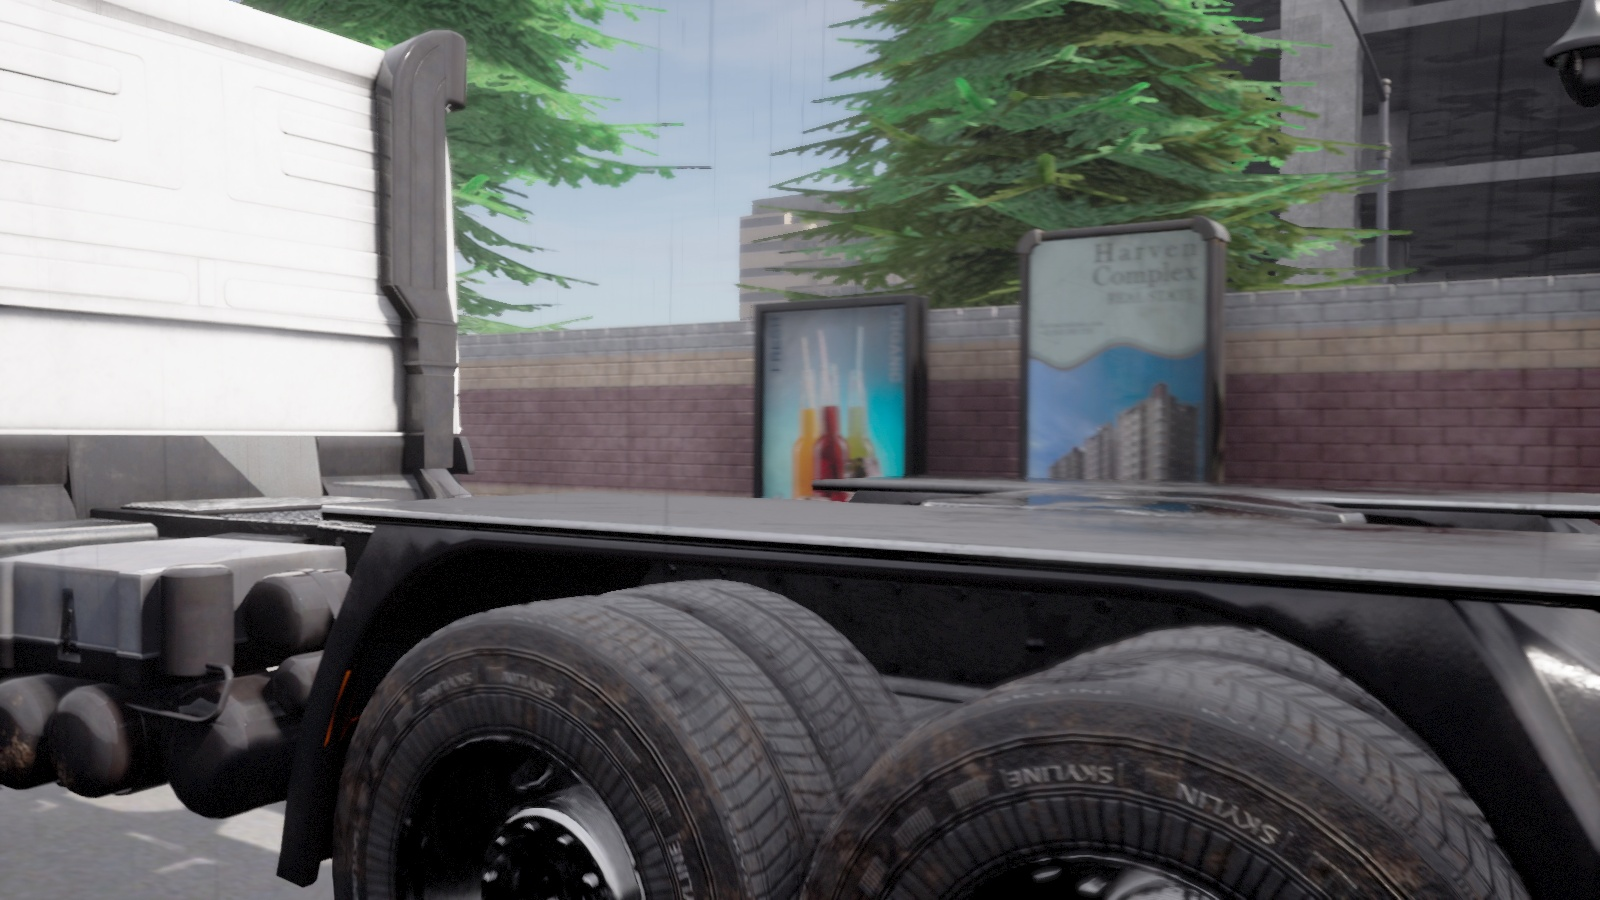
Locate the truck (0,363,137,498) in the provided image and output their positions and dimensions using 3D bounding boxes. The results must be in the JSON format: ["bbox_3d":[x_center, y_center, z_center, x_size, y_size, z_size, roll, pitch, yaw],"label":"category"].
[{"bbox_3d":[-21.936,-0.488,32.564,2.891,3.462,7.936,0,1,33],"label":"truck"}]

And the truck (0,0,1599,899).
[{"bbox_3d":[-1.047,-0.294,4.300,7.936,3.462,2.891,0,1,34],"label":"truck"}]
